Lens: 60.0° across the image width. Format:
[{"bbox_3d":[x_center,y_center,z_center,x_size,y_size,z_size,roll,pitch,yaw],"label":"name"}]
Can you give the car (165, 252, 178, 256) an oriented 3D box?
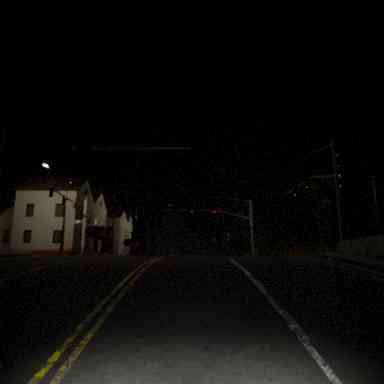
[{"bbox_3d":[-3.541,11.165,57.966,2.097,1.767,4.553,0,-12,1],"label":"car"}]
